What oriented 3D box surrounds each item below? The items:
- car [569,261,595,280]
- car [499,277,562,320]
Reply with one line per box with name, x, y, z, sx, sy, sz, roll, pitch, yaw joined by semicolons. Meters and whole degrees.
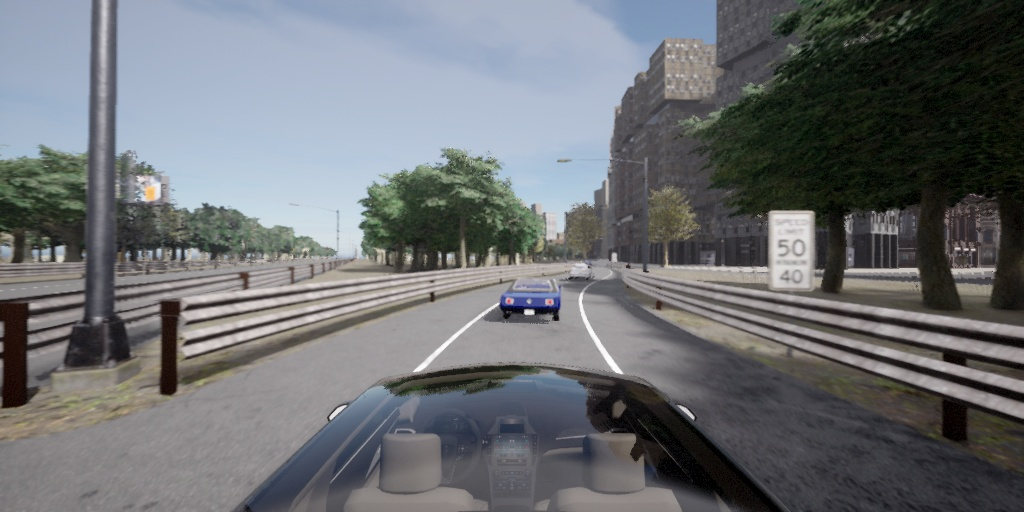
car;6.666;1.497;34.161;1.812;1.442;4.674;0;0;20
car;0.855;1.423;13.030;1.895;1.301;4.718;0;0;8
